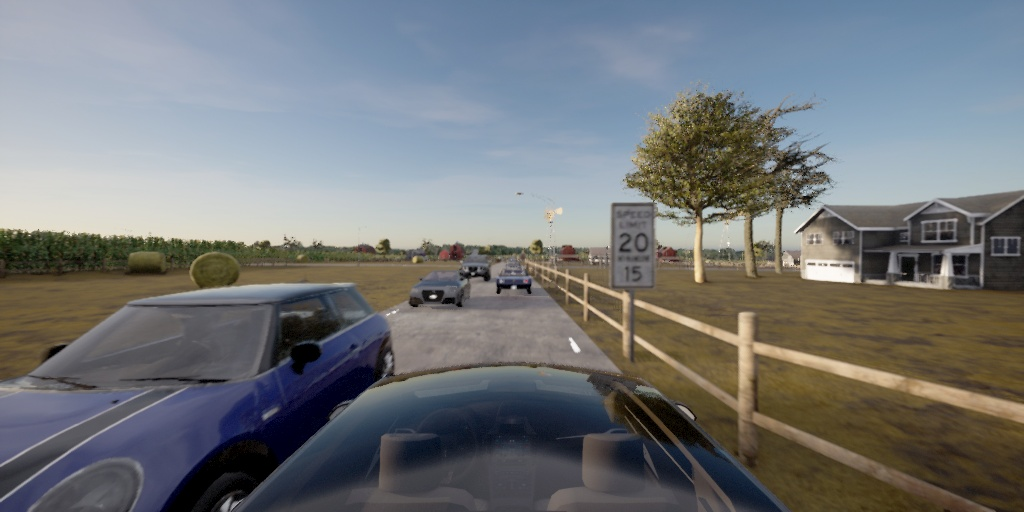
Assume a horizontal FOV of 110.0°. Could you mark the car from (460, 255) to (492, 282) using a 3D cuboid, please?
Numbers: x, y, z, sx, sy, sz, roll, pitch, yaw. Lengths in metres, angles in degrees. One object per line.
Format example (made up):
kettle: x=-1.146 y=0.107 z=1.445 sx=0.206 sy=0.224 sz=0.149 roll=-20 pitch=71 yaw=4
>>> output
car: x=-2.845 y=0.930 z=29.010 sx=2.150 sy=2.045 sz=5.566 roll=0 pitch=0 yaw=0

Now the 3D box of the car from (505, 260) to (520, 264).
car: x=0.091 y=1.321 z=38.756 sx=1.895 sy=1.301 sz=4.718 roll=0 pitch=0 yaw=0

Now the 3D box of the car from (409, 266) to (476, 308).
car: x=-2.849 y=1.285 z=14.977 sx=1.994 sy=1.385 sz=4.181 roll=0 pitch=0 yaw=0

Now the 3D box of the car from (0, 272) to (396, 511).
car: x=-2.687 y=1.099 z=3.351 sx=2.097 sy=1.767 sz=4.553 roll=0 pitch=0 yaw=-2

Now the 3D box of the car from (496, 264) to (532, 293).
car: x=0.096 y=1.317 z=20.421 sx=1.895 sy=1.301 sz=4.718 roll=0 pitch=0 yaw=0
